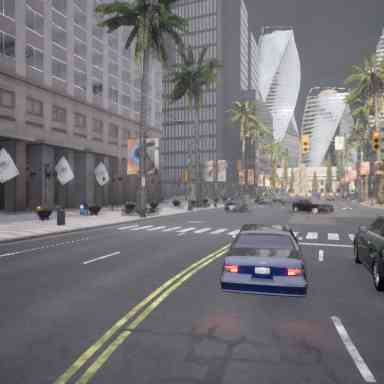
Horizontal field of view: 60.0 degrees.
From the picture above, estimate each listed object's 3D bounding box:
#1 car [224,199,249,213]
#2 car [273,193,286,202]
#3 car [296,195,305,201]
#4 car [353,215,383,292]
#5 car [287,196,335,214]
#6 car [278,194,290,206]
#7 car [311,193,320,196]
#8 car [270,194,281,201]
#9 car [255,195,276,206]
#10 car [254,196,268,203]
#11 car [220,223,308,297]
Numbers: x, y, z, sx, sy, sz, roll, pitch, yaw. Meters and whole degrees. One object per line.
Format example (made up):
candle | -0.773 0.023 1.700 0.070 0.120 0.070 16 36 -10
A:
car | 5.004 1.491 37.028 2.128 1.511 4.902 0 0 21
car | 17.814 1.478 69.281 1.882 1.535 5.008 0 0 21
car | 27.221 1.549 83.560 1.994 1.385 4.181 0 0 22
car | 5.661 1.352 8.755 2.097 1.767 4.553 0 0 18
car | 12.701 1.478 35.340 1.882 1.535 5.008 -1 0 -21
car | 16.011 1.504 55.375 1.837 1.490 4.892 0 0 22
car | 25.713 1.553 70.227 1.994 1.385 4.181 0 0 22
car | 22.554 1.354 89.830 2.185 1.767 4.553 0 0 21
car | 12.239 1.564 55.356 1.994 1.385 4.181 0 0 22
car | 14.451 1.513 69.450 2.161 1.482 4.786 0 0 21
car | 1.946 1.547 8.787 2.033 1.411 5.357 0 0 14
